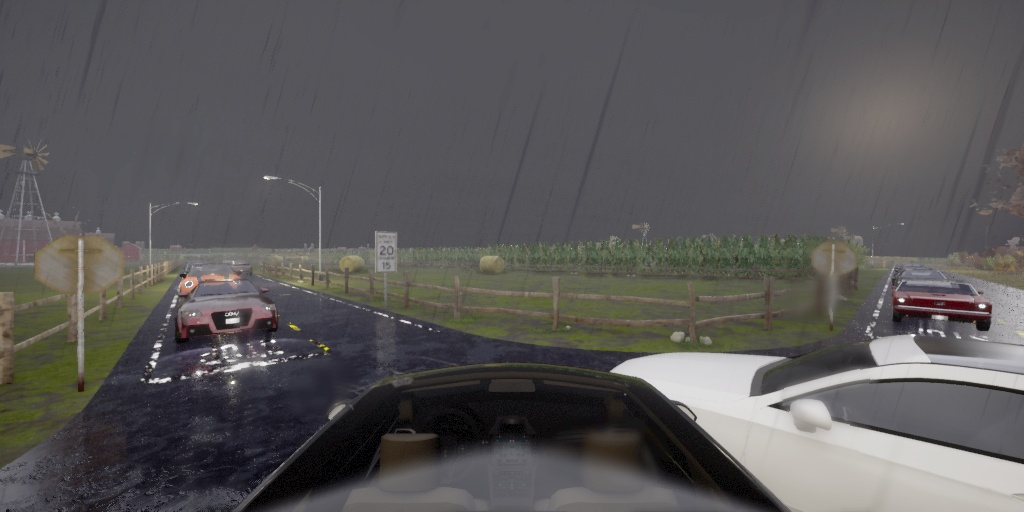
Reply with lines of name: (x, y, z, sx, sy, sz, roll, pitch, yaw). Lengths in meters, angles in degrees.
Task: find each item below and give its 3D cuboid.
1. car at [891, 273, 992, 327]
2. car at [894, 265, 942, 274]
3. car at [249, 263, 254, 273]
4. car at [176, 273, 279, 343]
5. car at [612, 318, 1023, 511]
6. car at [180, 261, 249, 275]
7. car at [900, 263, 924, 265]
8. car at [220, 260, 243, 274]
car: (13.501, 1.398, 11.470, 4.718, 1.301, 1.895, 0, 1, -43)
car: (20.568, 1.363, 18.044, 5.357, 1.411, 2.033, 0, 1, -43)
car: (-27.036, 1.282, 35.645, 2.128, 1.511, 4.902, 0, 0, -42)
car: (-7.955, 1.355, 9.962, 1.994, 1.385, 4.181, 0, 0, -43)
car: (2.836, 1.294, 2.391, 1.812, 1.442, 4.674, 0, 1, -44)
car: (-13.741, 1.140, 16.436, 2.097, 1.767, 4.553, 0, 0, -42)
car: (27.313, 1.401, 24.310, 4.181, 1.385, 1.994, 0, 1, -43)
car: (-33.769, 1.304, 43.092, 1.837, 1.490, 4.892, 0, 0, -42)
